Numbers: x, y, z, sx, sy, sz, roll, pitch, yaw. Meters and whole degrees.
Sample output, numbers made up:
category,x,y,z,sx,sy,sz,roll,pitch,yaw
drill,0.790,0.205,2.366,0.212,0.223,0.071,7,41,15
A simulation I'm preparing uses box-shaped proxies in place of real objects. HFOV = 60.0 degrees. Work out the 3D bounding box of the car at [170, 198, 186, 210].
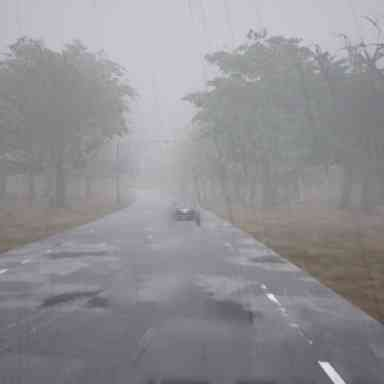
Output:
category,x,y,z,sx,sy,sz,roll,pitch,yaw
car,-1.847,1.481,42.854,1.895,1.301,4.718,0,0,-5

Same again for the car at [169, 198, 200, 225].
category,x,y,z,sx,sy,sz,roll,pitch,yaw
car,-0.566,1.306,24.094,2.097,1.767,4.553,0,0,-3
